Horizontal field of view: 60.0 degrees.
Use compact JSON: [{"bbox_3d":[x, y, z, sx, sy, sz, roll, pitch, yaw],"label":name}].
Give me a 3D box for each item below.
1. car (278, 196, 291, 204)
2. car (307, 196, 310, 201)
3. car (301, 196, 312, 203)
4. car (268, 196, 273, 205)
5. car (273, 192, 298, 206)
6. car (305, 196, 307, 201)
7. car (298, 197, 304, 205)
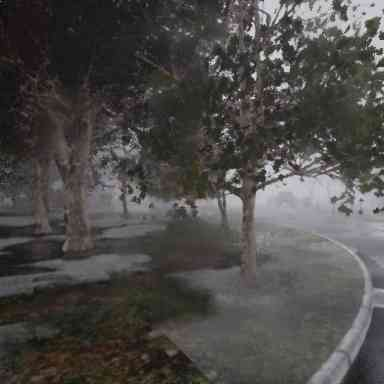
[{"bbox_3d":[19.069,1.685,68.476,1.882,1.535,5.008,0,-1,25],"label":"car"},{"bbox_3d":[22.891,1.785,69.012,1.994,1.385,4.181,0,-1,25],"label":"car"},{"bbox_3d":[26.487,1.779,76.852,2.128,1.511,4.902,0,-1,25],"label":"car"},{"bbox_3d":[14.734,1.482,58.959,1.882,1.535,5.008,0,-1,25],"label":"car"},{"bbox_3d":[13.466,0.990,47.537,2.150,2.045,5.566,0,-1,21],"label":"car"},{"bbox_3d":[19.710,1.648,62.079,1.994,1.385,4.181,0,-1,25],"label":"car"},{"bbox_3d":[17.578,1.531,57.430,2.033,1.411,5.357,0,-1,25],"label":"car"}]
